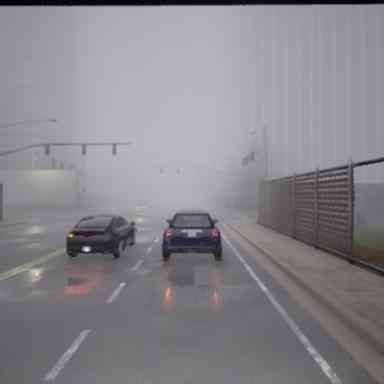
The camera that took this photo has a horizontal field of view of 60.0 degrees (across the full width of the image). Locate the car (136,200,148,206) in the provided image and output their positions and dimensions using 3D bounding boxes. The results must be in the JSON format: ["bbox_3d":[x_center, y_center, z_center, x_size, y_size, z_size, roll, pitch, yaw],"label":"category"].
[{"bbox_3d":[-10.535,2.343,70.151,1.895,1.301,4.718,0,-1,0],"label":"car"}]

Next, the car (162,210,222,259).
[{"bbox_3d":[0.010,1.495,13.409,2.097,1.767,4.553,0,-1,0],"label":"car"}]

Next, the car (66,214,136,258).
[{"bbox_3d":[-3.490,1.652,13.483,1.837,1.490,4.892,0,0,0],"label":"car"}]
